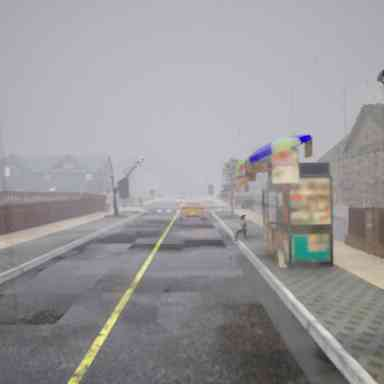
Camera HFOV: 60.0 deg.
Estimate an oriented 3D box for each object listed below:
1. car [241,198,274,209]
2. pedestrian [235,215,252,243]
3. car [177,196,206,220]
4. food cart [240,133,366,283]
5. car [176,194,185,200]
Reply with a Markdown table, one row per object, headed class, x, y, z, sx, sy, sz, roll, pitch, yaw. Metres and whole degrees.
| class | x | y | z | sx | sy | sz | roll | pitch | yaw |
| --- | --- | --- | --- | --- | --- | --- | --- | --- | --- |
| car | 8.337 | 1.469 | 39.880 | 4.892 | 1.490 | 1.837 | 1 | -2 | -4 |
| pedestrian | 2.039 | 1.055 | 13.082 | 0.375 | 1.860 | 0.375 | 1 | -1 | -3 |
| car | 0.055 | 1.316 | 26.039 | 1.882 | 1.535 | 5.008 | 0 | 0 | 0 |
| food cart | 2.981 | 0.396 | 10.297 | 2.280 | 3.560 | 4.660 | -1 | -1 | 0 |
| car | -2.752 | 1.187 | 81.160 | 1.994 | 1.385 | 4.181 | 0 | 0 | 0 |
